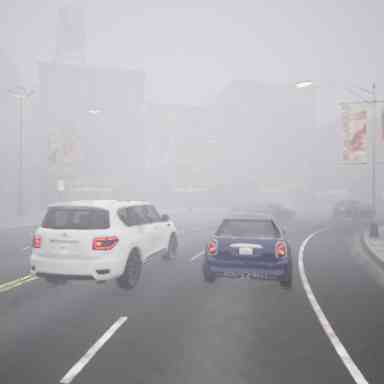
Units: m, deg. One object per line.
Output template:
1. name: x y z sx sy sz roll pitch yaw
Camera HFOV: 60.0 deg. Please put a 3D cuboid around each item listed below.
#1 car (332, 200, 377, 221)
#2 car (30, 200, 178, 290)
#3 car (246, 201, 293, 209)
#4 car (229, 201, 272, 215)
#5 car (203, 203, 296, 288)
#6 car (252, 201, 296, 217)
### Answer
1. car: 14.166 1.482 28.839 4.553 1.767 2.097 0 0 -38
2. car: -2.045 1.240 9.459 2.150 2.045 5.566 0 0 12
3. car: 6.401 1.645 26.639 2.033 1.411 5.357 0 0 41
4. car: 6.460 1.726 36.383 4.718 1.301 1.895 0 0 -38
5. car: 1.727 1.385 9.694 2.097 1.767 4.553 0 0 13
6. car: 8.263 1.648 33.308 4.674 1.442 1.812 0 0 -38
